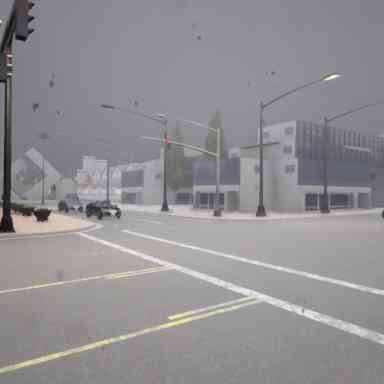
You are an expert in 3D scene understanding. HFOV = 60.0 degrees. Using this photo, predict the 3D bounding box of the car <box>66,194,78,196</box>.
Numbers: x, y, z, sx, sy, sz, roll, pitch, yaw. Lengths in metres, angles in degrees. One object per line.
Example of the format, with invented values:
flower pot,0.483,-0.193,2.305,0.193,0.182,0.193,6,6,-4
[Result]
car,-19.812,1.272,54.831,2.150,2.045,5.566,1,0,-21

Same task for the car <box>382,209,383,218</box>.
car,19.322,1.749,30.702,4.181,1.385,1.994,0,0,-36

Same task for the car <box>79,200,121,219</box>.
car,-7.771,1.501,28.881,2.128,1.511,4.902,1,0,-35

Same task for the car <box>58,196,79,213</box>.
car,-13.672,1.499,37.356,2.128,1.511,4.902,1,0,-35
